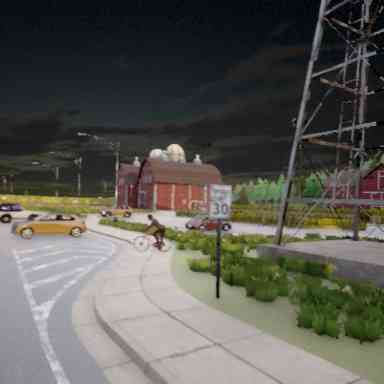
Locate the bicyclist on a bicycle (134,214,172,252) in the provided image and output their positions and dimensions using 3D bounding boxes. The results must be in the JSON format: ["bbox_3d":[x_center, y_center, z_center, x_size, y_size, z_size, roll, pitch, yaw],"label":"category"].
[{"bbox_3d":[-1.685,1.790,14.393,1.656,1.620,0.582,1,-2,2],"label":"bicyclist on a bicycle"}]

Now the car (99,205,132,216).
[{"bbox_3d":[-10.785,2.736,47.229,4.605,1.855,1.932,3,-2,-32],"label":"car"}]

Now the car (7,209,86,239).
[{"bbox_3d":[-8.755,2.019,20.458,4.193,1.474,1.816,3,-2,-32],"label":"car"}]

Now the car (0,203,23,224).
[{"bbox_3d":[-16.477,2.012,31.526,3.866,1.878,1.905,3,-2,-32],"label":"car"}]

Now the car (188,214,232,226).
[{"bbox_3d":[1.446,2.603,28.367,3.905,1.438,1.784,3,-2,-32],"label":"car"}]

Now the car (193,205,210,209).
[{"bbox_3d":[2.171,4.030,75.379,2.150,2.045,5.566,3,-2,-32],"label":"car"}]
